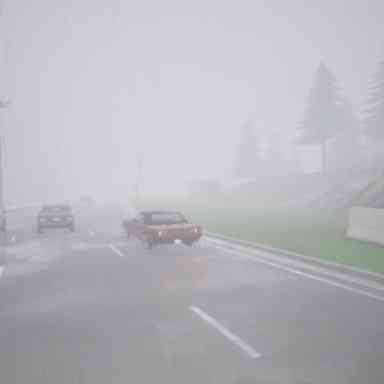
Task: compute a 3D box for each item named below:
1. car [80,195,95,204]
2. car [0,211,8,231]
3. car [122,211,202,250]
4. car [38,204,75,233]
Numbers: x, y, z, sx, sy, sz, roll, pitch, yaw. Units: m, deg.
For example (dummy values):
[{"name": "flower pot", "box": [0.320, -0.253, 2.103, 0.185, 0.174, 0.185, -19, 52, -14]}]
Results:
[{"name": "car", "box": [-16.055, 1.095, 51.131, 1.895, 1.301, 4.718, -1, 1, -13]}, {"name": "car", "box": [-10.418, 1.416, 16.469, 1.837, 1.490, 4.892, -1, 1, -23]}, {"name": "car", "box": [-1.455, 1.423, 13.621, 1.895, 1.301, 4.718, -1, 1, -26]}, {"name": "car", "box": [-7.595, 1.386, 18.682, 2.033, 1.411, 5.357, -1, 1, -22]}]
